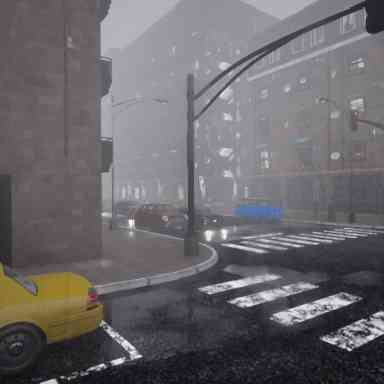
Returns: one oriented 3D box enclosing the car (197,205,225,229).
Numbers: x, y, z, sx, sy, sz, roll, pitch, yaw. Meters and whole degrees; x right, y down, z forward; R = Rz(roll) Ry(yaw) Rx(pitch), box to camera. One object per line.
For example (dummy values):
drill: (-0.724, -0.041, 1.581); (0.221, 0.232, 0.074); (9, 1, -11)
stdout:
car: (0.210, 1.545, 21.571); (1.994, 1.385, 4.181); (-1, 0, -36)

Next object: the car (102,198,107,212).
car: (-11.566, 1.453, 37.860); (2.128, 1.511, 4.902); (-1, 0, -36)

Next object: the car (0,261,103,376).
car: (-3.585, 1.525, 4.011); (4.829, 1.417, 1.752); (0, 0, -35)

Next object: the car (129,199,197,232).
car: (-1.855, 1.441, 20.008); (1.967, 1.590, 4.097); (0, 0, -36)

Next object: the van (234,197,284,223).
van: (4.945, 1.280, 24.905); (1.690, 1.788, 3.998); (0, 0, -36)

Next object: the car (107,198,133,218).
car: (-5.626, 1.494, 29.636); (1.812, 1.442, 4.674); (-1, 0, -36)

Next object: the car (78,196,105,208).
car: (-14.294, 1.429, 46.982); (2.128, 1.511, 4.902); (-1, 0, -36)

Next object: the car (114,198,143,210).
car: (-8.331, 1.463, 43.251); (1.887, 1.381, 4.507); (-1, 0, -36)

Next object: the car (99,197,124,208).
car: (-11.650, 1.463, 47.838); (1.887, 1.381, 4.507); (-1, 0, -36)
